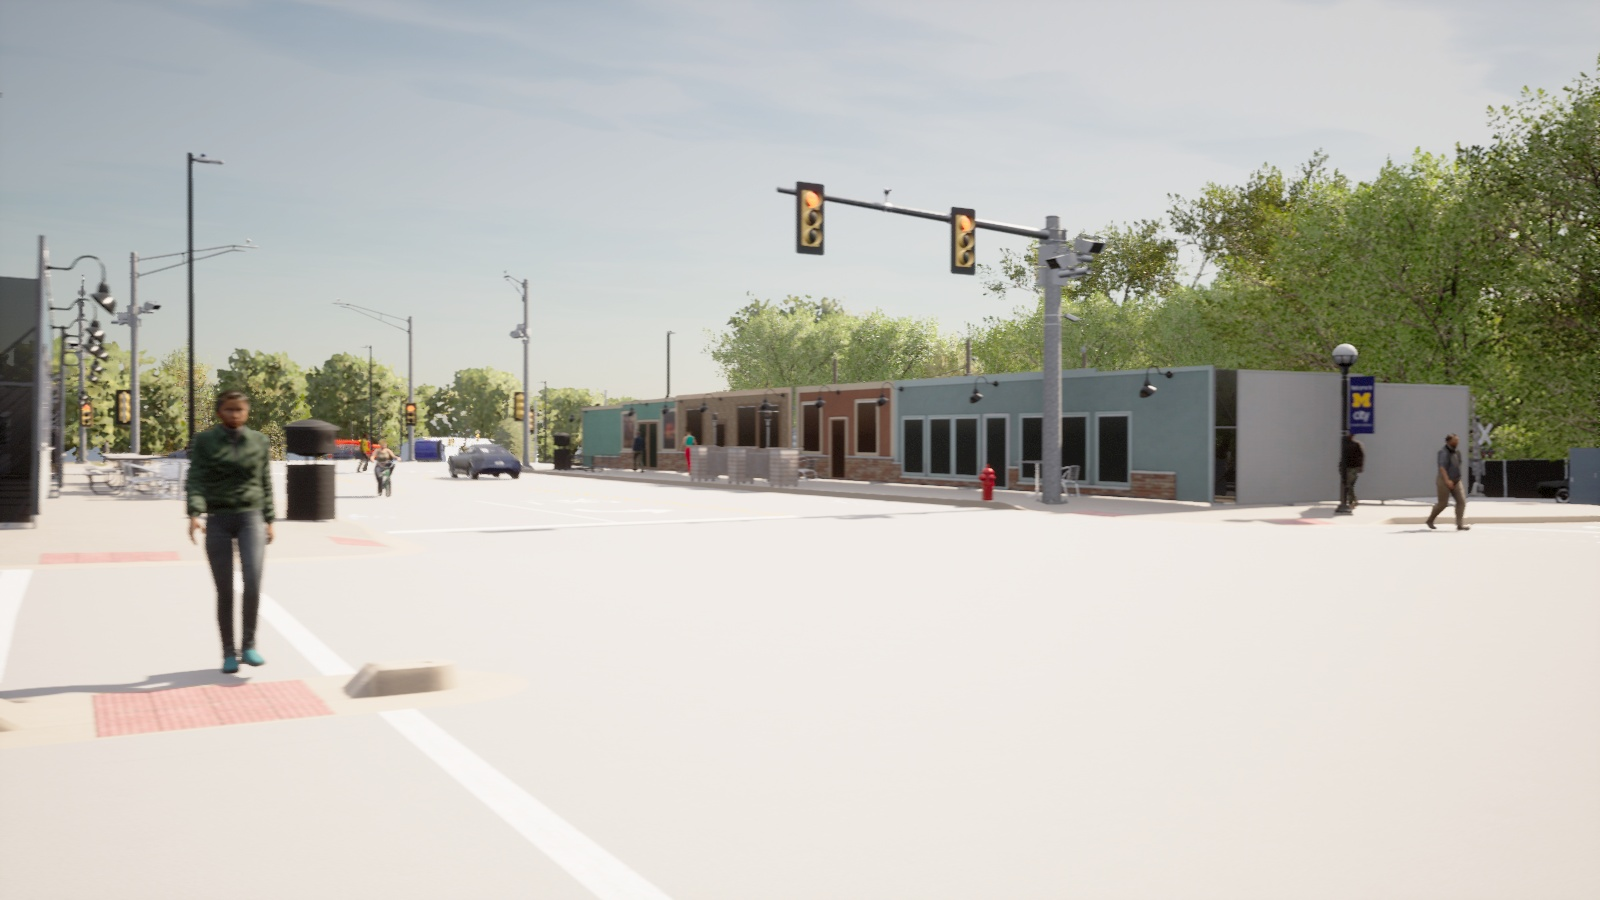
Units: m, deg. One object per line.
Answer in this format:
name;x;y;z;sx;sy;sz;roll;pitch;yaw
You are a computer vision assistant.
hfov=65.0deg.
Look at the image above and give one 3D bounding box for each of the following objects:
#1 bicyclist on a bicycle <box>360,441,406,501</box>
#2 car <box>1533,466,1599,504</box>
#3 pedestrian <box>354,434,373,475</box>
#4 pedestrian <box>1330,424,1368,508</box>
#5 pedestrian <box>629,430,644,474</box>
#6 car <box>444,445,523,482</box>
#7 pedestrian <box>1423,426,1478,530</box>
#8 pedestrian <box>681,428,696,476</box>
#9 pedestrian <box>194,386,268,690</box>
bicyclist on a bicycle;-11.458;0.554;34.481;0.866;1.612;1.509;-1;1;-31
car;28.805;1.221;44.350;1.895;1.301;4.718;-1;0;-26
pedestrian;-19.875;0.194;57.190;0.709;1.840;0.431;-1;1;-30
pedestrian;12.138;0.339;27.785;0.703;1.840;0.431;-1;1;-30
pedestrian;-6.915;0.065;53.121;0.402;1.842;0.726;-1;1;-27
car;-12.748;0.515;50.418;1.994;1.385;4.181;-1;1;-31
pedestrian;11.776;0.493;22.746;0.540;1.848;0.694;0;1;-17
pedestrian;-4.339;0.084;48.694;0.345;1.836;0.594;-1;1;-30
pedestrian;-3.616;0.528;7.971;0.353;1.847;0.614;-1;1;-30
